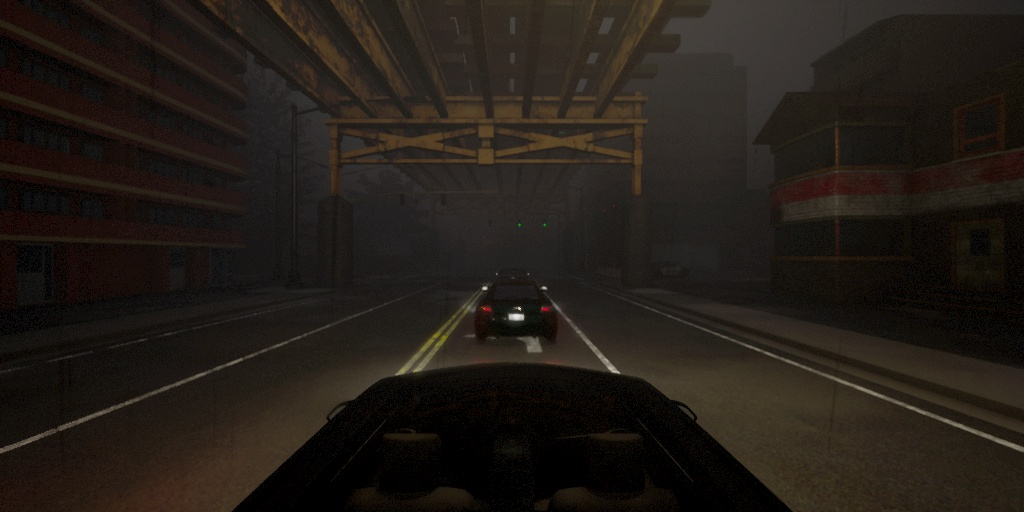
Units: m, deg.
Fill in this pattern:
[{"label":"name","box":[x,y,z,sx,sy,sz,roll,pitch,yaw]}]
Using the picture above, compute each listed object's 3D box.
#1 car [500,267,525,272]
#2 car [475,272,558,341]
[{"label":"car","box":[0.043,1.313,20.657,2.033,1.411,5.357,0,0,0]},{"label":"car","box":[0.081,1.325,9.971,1.994,1.385,4.181,0,0,-1]}]
